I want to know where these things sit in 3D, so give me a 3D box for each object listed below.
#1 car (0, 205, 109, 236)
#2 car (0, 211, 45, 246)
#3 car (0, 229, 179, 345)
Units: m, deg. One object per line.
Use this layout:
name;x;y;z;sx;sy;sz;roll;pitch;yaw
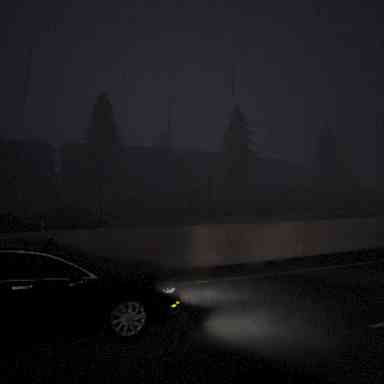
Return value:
car;-7.494;1.498;18.596;5.357;1.411;2.033;0;0;-19
car;-9.049;1.571;14.407;4.718;1.301;1.895;0;0;-18
car;-2.615;1.490;5.272;4.892;1.490;1.837;0;0;-19
